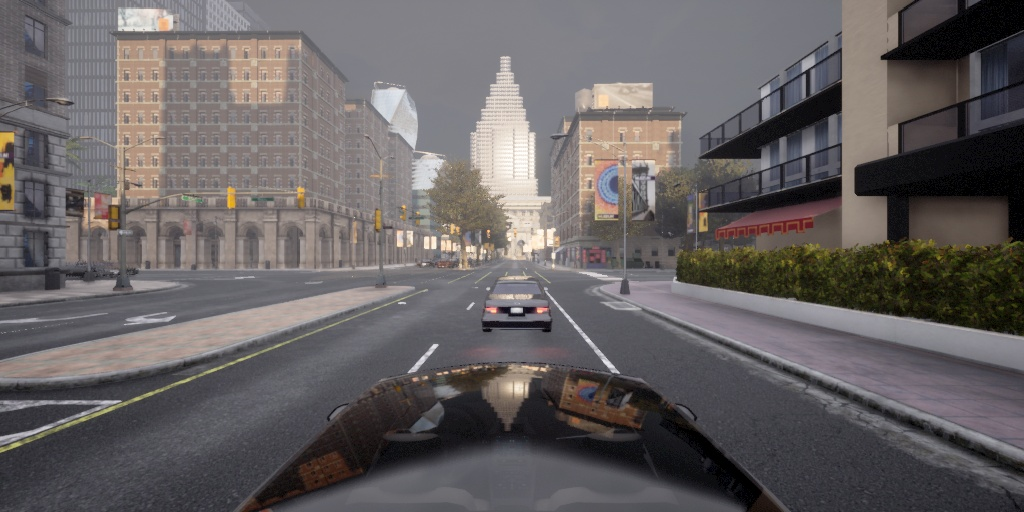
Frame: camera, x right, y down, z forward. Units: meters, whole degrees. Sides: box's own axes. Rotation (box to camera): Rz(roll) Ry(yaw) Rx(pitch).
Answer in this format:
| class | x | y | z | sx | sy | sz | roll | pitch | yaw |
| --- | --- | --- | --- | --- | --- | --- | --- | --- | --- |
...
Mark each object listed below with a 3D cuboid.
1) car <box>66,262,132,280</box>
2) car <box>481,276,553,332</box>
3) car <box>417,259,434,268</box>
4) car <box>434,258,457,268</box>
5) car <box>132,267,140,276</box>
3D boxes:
| class | x | y | z | sx | sy | sz | roll | pitch | yaw |
| --- | --- | --- | --- | --- | --- | --- | --- | --- | --- |
| car | -36.817 | 1.241 | 31.115 | 4.902 | 1.511 | 2.128 | 0 | 0 | 0 |
| car | 0.148 | 1.297 | 10.776 | 2.033 | 1.411 | 5.357 | 0 | 0 | 1 |
| car | -14.506 | 1.241 | 61.595 | 2.128 | 1.511 | 4.902 | 0 | 0 | 1 |
| car | -11.037 | 1.102 | 59.708 | 2.097 | 1.767 | 4.553 | 0 | 0 | 1 |
| car | -38.760 | 1.314 | 34.629 | 4.181 | 1.385 | 1.994 | 0 | 0 | 0 |
